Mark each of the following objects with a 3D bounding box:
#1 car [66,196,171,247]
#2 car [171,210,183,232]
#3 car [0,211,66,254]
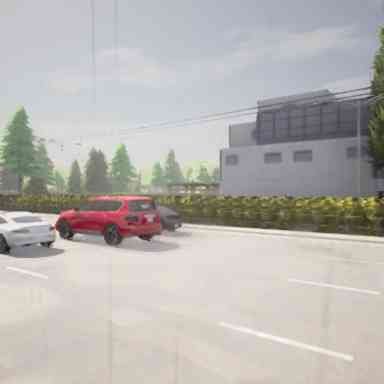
[{"bbox_3d":[-3.893,1.221,15.287,5.566,2.045,2.150,0,0,36],"label":"car"},{"bbox_3d":[-2.776,1.503,18.804,4.892,1.490,1.837,0,0,36],"label":"car"},{"bbox_3d":[-7.382,1.523,13.498,4.674,1.442,1.812,0,0,36],"label":"car"}]
